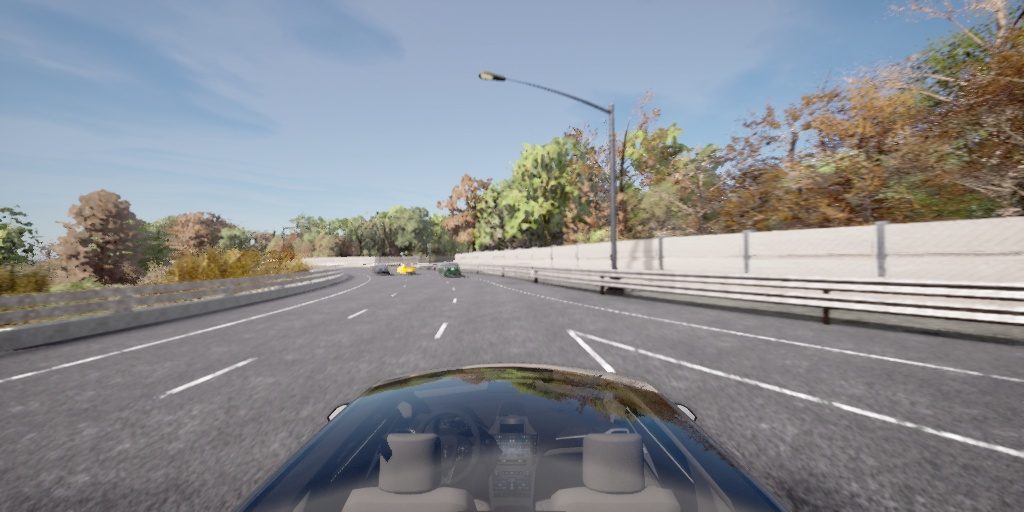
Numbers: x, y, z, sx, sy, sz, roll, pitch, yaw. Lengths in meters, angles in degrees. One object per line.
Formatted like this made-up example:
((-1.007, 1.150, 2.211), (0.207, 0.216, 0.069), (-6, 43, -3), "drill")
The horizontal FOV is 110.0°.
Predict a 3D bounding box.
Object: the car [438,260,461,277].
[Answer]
((-7.468, 1.552, 42.637), (2.097, 1.767, 4.553), (-1, 0, -21), "car")

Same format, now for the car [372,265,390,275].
((-18.617, 1.964, 50.805), (2.033, 1.411, 5.357), (0, -1, -28), "car")

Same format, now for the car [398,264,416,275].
((-15.118, 1.853, 51.332), (1.882, 1.535, 5.008), (0, -1, -26), "car")
